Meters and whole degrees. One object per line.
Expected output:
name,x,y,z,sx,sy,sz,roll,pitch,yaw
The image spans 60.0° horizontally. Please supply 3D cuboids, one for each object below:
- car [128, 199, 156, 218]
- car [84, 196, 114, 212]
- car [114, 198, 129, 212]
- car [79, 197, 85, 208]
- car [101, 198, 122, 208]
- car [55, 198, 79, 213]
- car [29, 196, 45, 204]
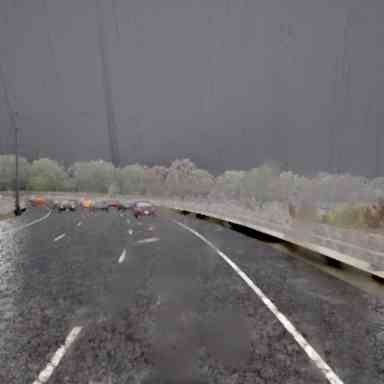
car,-4.447,1.558,30.303,1.812,1.442,4.674,0,0,-16
car,-11.027,1.557,39.262,2.128,1.511,4.902,0,0,-23
car,-7.832,1.592,40.673,2.033,1.411,5.357,0,0,-23
car,-15.445,1.444,49.129,2.097,1.767,4.553,0,0,-29
car,-12.316,1.637,50.701,1.994,1.385,4.181,0,0,-29
car,-14.706,1.691,39.004,1.895,1.301,4.718,0,0,-23
car,-31.380,1.550,67.148,2.097,1.767,4.553,0,0,-40
